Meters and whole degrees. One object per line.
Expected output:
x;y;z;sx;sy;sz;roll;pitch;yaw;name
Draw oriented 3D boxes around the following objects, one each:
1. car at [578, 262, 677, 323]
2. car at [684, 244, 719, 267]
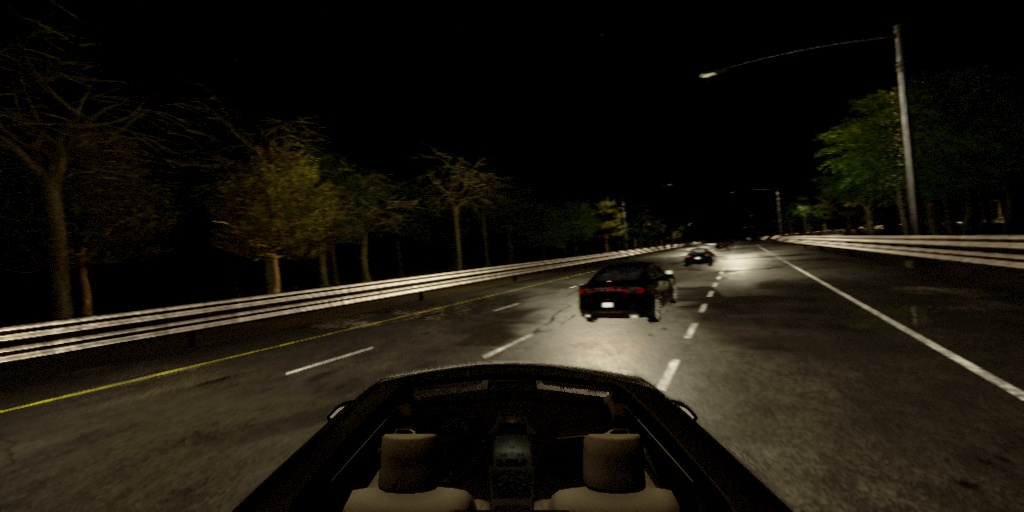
3.629;0.922;10.779;1.882;1.535;5.008;-5;0;33;car
14.979;0.035;28.574;1.994;1.385;4.181;-5;0;33;car
